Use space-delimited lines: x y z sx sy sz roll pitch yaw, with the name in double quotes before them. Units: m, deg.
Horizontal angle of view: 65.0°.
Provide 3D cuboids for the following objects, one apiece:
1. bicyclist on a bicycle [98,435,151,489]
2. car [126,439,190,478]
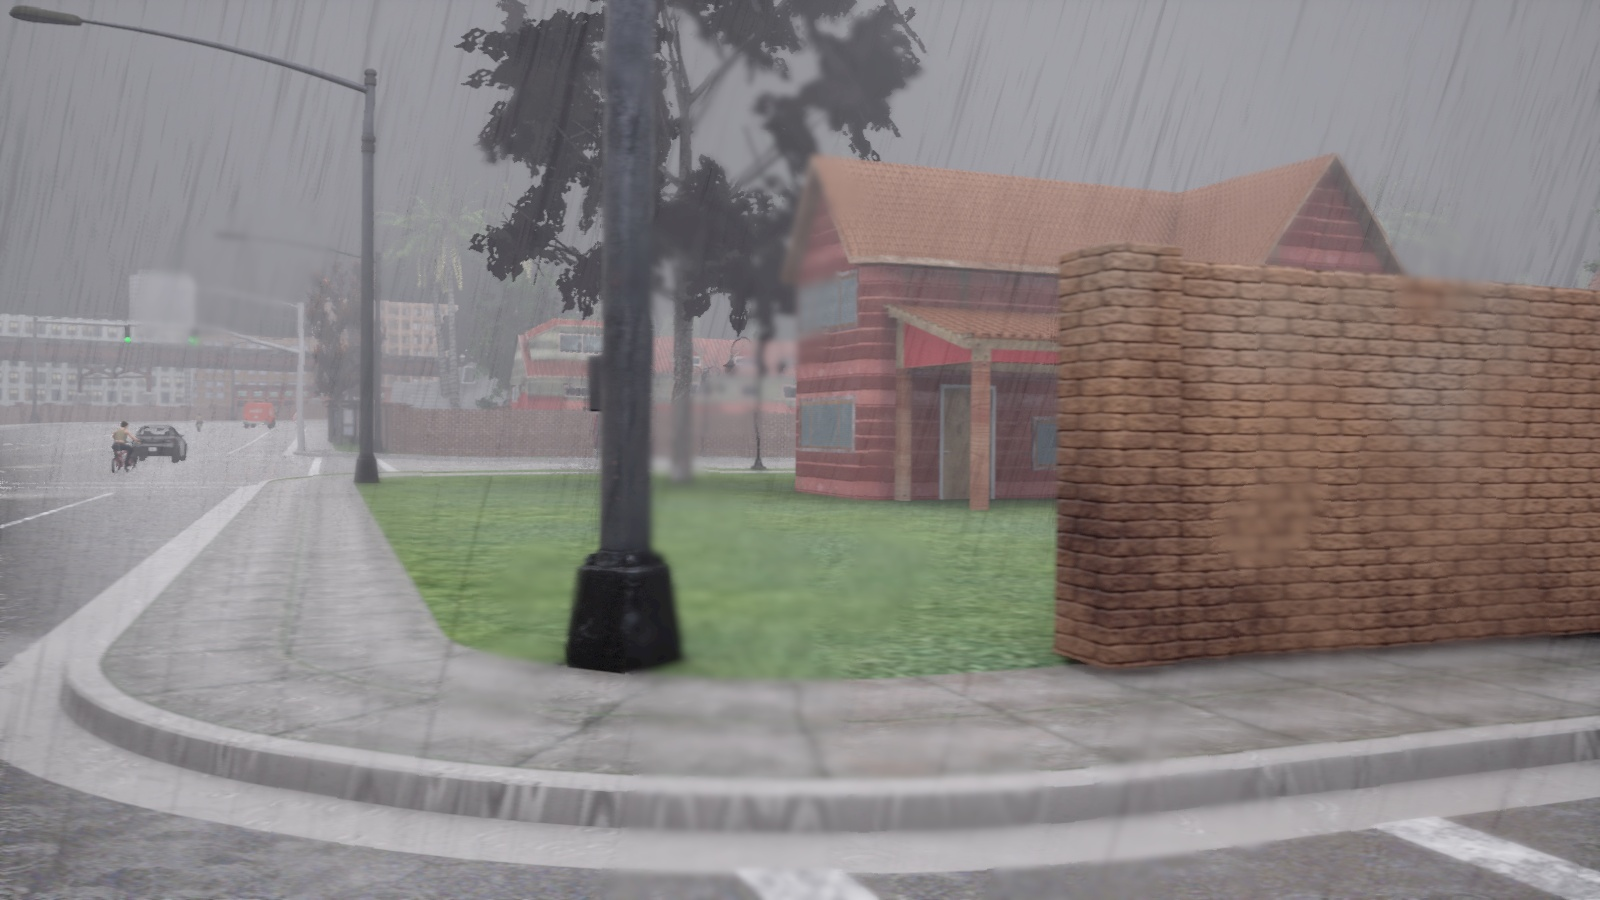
"bicyclist on a bicycle" -20.965 0.369 38.990 0.866 1.612 1.509 2 1 -4
"car" -25.906 0.302 50.776 1.816 1.474 4.193 -1 1 -21
